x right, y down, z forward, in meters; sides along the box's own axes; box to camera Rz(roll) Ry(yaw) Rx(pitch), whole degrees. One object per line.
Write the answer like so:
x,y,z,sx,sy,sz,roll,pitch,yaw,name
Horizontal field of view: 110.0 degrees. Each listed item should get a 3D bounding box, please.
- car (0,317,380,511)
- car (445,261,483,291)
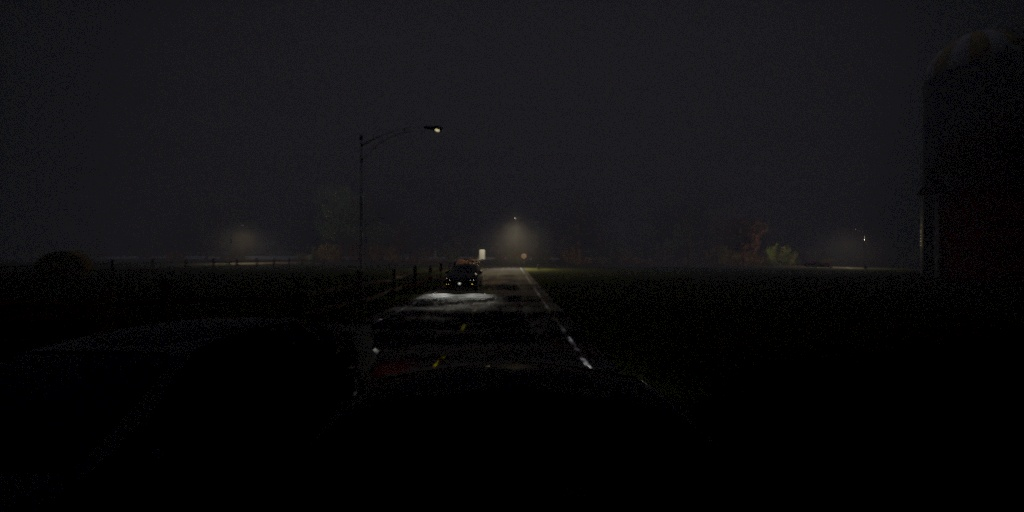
-2.841,1.298,2.930,2.033,1.411,5.357,0,0,0,car
-2.809,1.248,21.690,1.837,1.490,4.892,0,0,0,car
